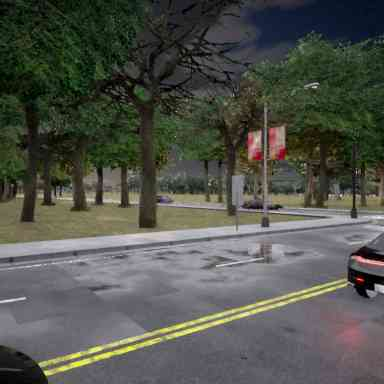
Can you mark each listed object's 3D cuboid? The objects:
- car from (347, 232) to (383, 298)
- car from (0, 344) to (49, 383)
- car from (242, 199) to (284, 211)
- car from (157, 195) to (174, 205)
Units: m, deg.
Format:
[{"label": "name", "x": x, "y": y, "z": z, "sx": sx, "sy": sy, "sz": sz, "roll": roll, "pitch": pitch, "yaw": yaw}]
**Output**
[{"label": "car", "x": 5.336, "y": 1.492, "z": 7.242, "sx": 4.902, "sy": 1.511, "sz": 2.128, "roll": 0, "pitch": 0, "yaw": -35}, {"label": "car", "x": -3.162, "y": 1.478, "z": 1.186, "sx": 5.008, "sy": 1.535, "sz": 1.882, "roll": 0, "pitch": 0, "yaw": -35}, {"label": "car", "x": 8.320, "y": 1.523, "z": 39.644, "sx": 2.033, "sy": 1.411, "sz": 5.357, "roll": 0, "pitch": 0, "yaw": -35}, {"label": "car", "x": -5.065, "y": 1.309, "z": 58.563, "sx": 2.097, "sy": 1.767, "sz": 4.553, "roll": 0, "pitch": 0, "yaw": -35}]
